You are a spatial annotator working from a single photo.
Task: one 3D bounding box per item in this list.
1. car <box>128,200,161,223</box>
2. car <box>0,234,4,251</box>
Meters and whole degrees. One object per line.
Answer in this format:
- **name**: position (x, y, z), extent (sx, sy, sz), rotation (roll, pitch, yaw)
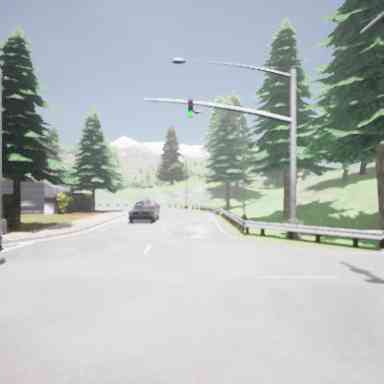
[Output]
- **car**: position (-3.576, 1.566, 25.485), extent (1.895, 1.301, 4.718), rotation (0, 0, 0)
- **car**: position (-8.375, 1.493, 10.351), extent (4.902, 1.511, 2.128), rotation (0, 0, 13)
